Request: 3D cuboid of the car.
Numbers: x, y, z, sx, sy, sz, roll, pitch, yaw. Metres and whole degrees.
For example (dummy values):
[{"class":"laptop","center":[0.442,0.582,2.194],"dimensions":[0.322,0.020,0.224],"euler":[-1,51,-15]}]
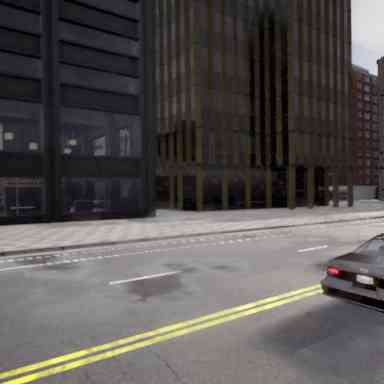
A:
[{"class":"car","center":[4.972,1.514,7.056],"dimensions":[5.357,1.411,2.033],"euler":[0,0,-35]}]
